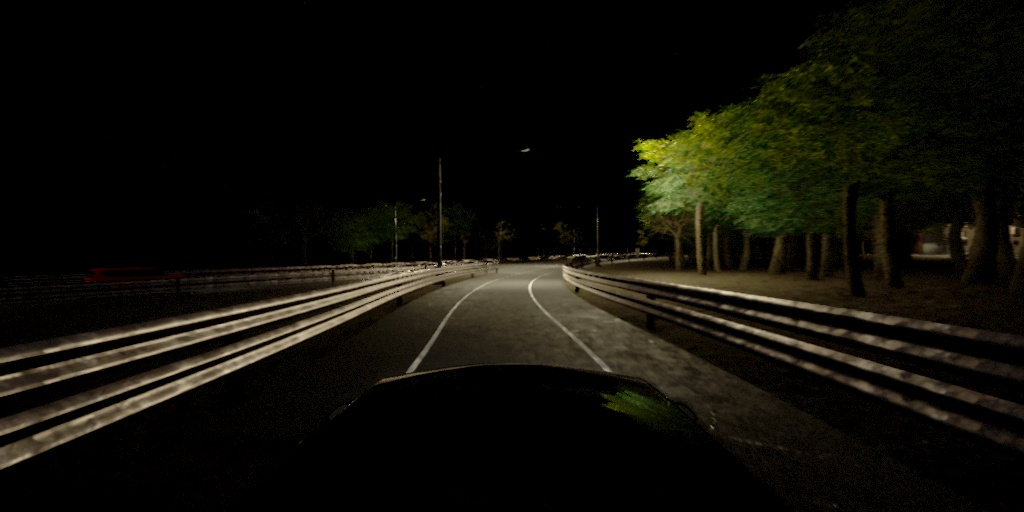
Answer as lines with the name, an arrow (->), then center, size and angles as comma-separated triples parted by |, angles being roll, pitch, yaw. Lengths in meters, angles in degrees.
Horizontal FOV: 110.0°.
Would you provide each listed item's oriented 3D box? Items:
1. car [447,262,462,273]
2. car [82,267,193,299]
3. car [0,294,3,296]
car -> -8.004, 1.608, 50.778 | 2.033, 1.411, 5.357 | 0, 1, 38
car -> -27.126, 1.833, 26.232 | 2.150, 2.045, 5.566 | 0, 1, 38
car -> -37.764, 2.420, 23.964 | 1.895, 1.301, 4.718 | 0, 1, 38
